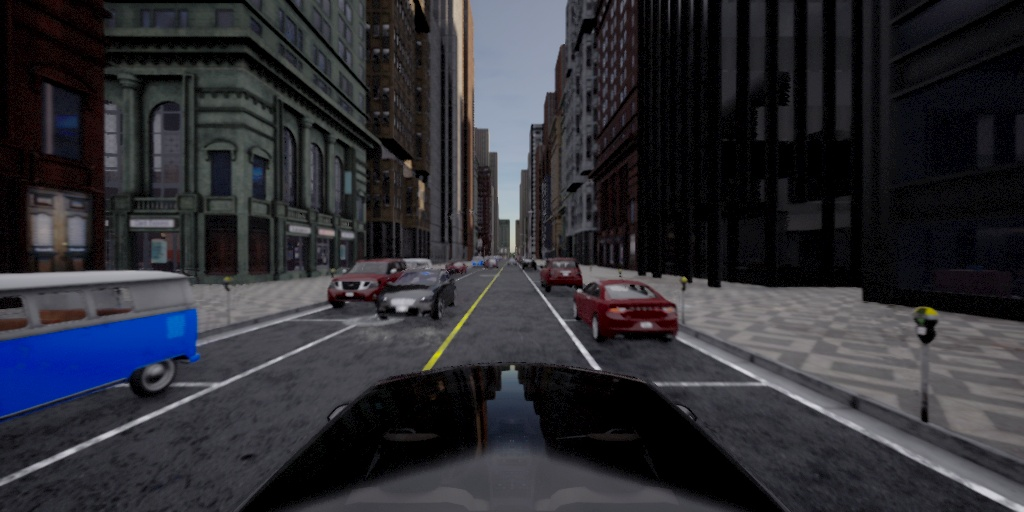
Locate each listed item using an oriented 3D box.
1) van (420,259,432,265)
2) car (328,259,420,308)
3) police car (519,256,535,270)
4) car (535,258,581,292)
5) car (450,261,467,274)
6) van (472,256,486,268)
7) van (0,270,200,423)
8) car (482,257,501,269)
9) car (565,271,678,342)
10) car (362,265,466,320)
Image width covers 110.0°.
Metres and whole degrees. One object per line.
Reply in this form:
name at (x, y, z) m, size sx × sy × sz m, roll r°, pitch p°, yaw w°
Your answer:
van at (-5.758, 1.057, 20.866) m, size 1.690 × 1.789 × 3.998 m, roll 0°, pitch 0°, yaw 0°
car at (-5.759, 1.040, 15.230) m, size 2.192 × 1.841 × 5.009 m, roll 0°, pitch 0°, yaw 0°
police car at (2.377, 1.103, 50.484) m, size 1.930 × 1.638 × 5.238 m, roll 0°, pitch 0°, yaw 0°
car at (2.767, 1.030, 20.879) m, size 2.192 × 1.841 × 5.009 m, roll 0°, pitch 0°, yaw 0°
car at (-5.755, 1.237, 37.777) m, size 1.888 × 1.381 × 4.507 m, roll 0°, pitch 0°, yaw 0°
van at (-5.750, 1.009, 60.323) m, size 1.690 × 1.789 × 3.998 m, roll 0°, pitch 0°, yaw 0°
van at (-5.762, 1.087, 3.958) m, size 1.690 × 1.789 × 3.998 m, roll 0°, pitch 0°, yaw 0°
car at (-3.052, 1.200, 53.825) m, size 1.812 × 1.442 × 4.674 m, roll 0°, pitch 0°, yaw 0°
car at (2.765, 1.280, 9.607) m, size 1.888 × 1.381 × 4.507 m, roll 0°, pitch 0°, yaw 0°
car at (-3.098, 1.221, 12.549) m, size 2.128 × 1.511 × 4.902 m, roll 0°, pitch 0°, yaw 0°
